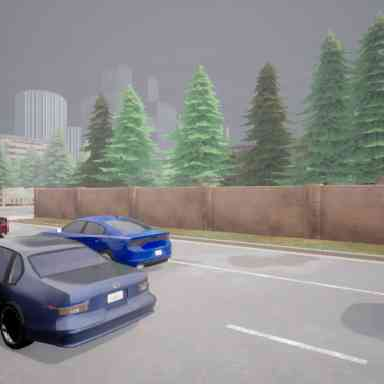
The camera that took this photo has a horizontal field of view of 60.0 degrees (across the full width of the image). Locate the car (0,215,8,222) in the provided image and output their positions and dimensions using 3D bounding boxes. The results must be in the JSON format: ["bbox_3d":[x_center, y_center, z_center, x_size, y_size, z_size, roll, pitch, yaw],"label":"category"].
[{"bbox_3d":[-10.746,1.478,15.945,5.008,1.535,1.882,0,0,35],"label":"car"}]

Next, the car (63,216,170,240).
[{"bbox_3d":[-2.915,1.478,10.367,5.008,1.535,1.882,0,0,35],"label":"car"}]

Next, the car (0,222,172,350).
[{"bbox_3d":[-3.146,1.547,6.226,5.357,1.411,2.033,0,0,35],"label":"car"}]
